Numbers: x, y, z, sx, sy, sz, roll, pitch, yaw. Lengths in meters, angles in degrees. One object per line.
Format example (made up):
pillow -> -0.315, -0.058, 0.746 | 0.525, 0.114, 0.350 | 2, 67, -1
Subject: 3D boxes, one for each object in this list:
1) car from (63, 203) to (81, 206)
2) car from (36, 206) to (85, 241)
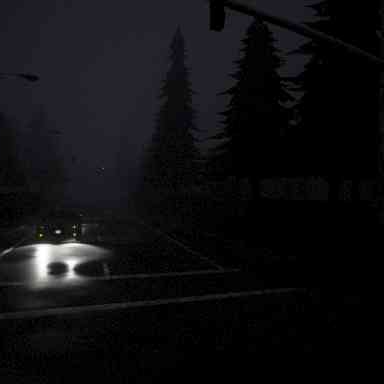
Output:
car -> -9.726, 1.629, 26.928 | 2.033, 1.411, 5.357 | 1, 0, -17
car -> -6.671, 1.639, 17.012 | 1.994, 1.385, 4.181 | 1, 0, -17
